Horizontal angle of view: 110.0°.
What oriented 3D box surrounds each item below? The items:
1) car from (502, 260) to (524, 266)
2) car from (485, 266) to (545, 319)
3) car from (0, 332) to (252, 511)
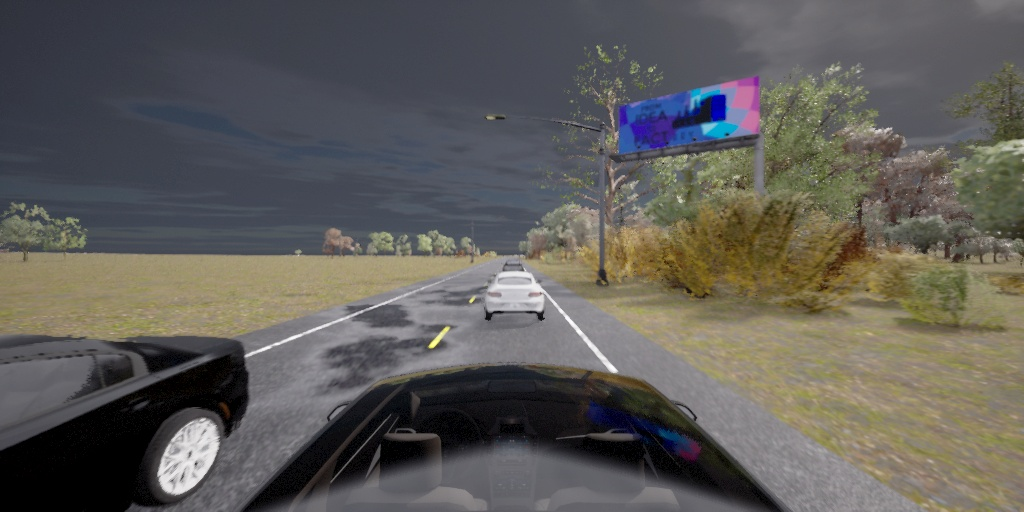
[{"bbox_3d":[0.090,1.105,32.872,2.128,1.511,4.902,0,0,0],"label":"car"},{"bbox_3d":[0.087,1.229,12.392,1.812,1.442,4.674,0,0,0],"label":"car"},{"bbox_3d":[-3.590,1.228,1.535,1.882,1.535,5.008,0,0,0],"label":"car"}]
